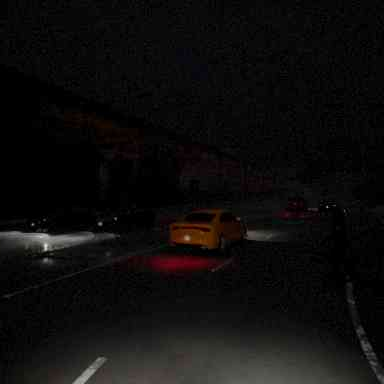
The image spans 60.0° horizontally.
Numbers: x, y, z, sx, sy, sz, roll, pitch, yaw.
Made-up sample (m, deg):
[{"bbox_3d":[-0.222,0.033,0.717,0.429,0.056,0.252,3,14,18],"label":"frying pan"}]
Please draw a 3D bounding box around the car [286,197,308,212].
[{"bbox_3d":[12.529,1.350,39.590,2.097,1.767,4.553,0,0,24],"label":"car"}]

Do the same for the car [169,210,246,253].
[{"bbox_3d":[0.849,1.477,13.936,1.882,1.535,5.008,0,0,24],"label":"car"}]

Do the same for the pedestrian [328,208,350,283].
[{"bbox_3d":[3.681,1.293,8.340,0.375,1.860,0.375,0,0,25],"label":"pedestrian"}]

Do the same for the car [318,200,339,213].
[{"bbox_3d":[15.153,1.562,36.931,1.994,1.385,4.181,0,0,25],"label":"car"}]

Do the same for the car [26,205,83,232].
[{"bbox_3d":[-7.884,1.525,20.585,1.812,1.442,4.674,0,0,24],"label":"car"}]

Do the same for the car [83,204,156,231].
[{"bbox_3d":[-4.054,1.490,20.576,2.128,1.511,4.902,0,0,25],"label":"car"}]
